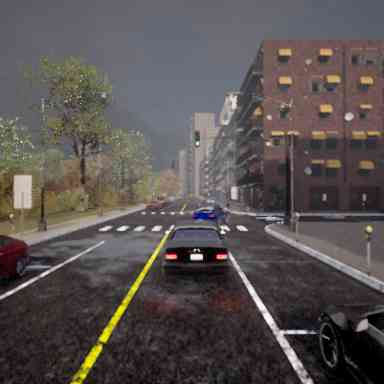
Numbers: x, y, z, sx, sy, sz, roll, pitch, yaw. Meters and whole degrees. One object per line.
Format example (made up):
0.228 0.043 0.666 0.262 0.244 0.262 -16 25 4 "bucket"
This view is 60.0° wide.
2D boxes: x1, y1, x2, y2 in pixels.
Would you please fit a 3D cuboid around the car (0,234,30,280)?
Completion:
-5.301 1.619 7.634 1.802 1.307 4.206 1 0 0 "car"

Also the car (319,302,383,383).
2.575 1.579 2.728 1.947 1.339 4.313 1 0 0 "car"

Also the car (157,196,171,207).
-5.253 1.606 57.101 2.192 1.841 5.009 1 0 0 "car"

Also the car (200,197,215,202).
2.615 1.784 46.545 2.008 1.369 4.403 1 0 0 "car"

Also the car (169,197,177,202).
-5.224 2.039 91.157 2.008 1.369 4.403 1 0 0 "car"

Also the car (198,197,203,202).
2.631 1.908 63.594 1.802 1.307 4.206 1 0 0 "car"

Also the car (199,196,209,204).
2.643 1.831 74.961 1.967 1.590 4.097 1 0 0 "car"

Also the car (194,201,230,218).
1.300 1.612 23.002 1.812 1.442 4.674 -1 0 17 "car"

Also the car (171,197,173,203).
-5.247 1.637 62.778 2.192 1.841 5.009 1 0 0 "car"

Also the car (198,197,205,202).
2.658 2.038 92.009 1.887 1.381 4.507 0 0 0 "car"

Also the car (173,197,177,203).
-5.234 1.970 79.804 2.008 1.369 4.403 1 0 0 "car"

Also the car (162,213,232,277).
0.110 1.598 10.391 2.033 1.411 5.357 0 0 0 "car"

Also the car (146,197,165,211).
-5.266 1.774 45.748 1.887 1.381 4.507 1 0 0 "car"
